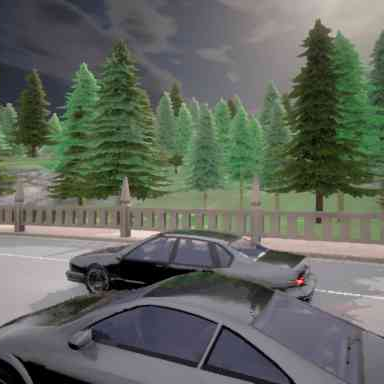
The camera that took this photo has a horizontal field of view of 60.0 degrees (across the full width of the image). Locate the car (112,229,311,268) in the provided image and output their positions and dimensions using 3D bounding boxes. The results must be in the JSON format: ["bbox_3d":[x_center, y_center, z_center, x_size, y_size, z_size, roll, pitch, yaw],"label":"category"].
[{"bbox_3d":[-0.156,1.547,7.212,5.357,1.411,2.033,0,0,25],"label":"car"}]

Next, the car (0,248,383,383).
[{"bbox_3d":[-0.149,1.563,3.274,4.181,1.385,1.994,0,0,26],"label":"car"}]
